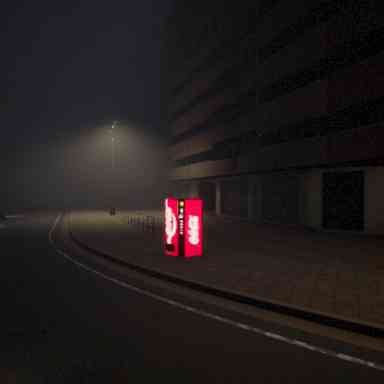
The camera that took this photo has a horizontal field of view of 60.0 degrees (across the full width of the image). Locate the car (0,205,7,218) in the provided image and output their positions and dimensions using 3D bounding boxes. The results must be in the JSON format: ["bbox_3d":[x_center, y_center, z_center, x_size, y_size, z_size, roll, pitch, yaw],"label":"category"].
[{"bbox_3d":[-16.233,1.526,26.631,1.812,1.442,4.674,0,0,-20],"label":"car"}]

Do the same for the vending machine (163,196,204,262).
[{"bbox_3d":[-0.287,1.195,11.318,1.100,2.100,0.880,0,0,-39],"label":"vending machine"}]
